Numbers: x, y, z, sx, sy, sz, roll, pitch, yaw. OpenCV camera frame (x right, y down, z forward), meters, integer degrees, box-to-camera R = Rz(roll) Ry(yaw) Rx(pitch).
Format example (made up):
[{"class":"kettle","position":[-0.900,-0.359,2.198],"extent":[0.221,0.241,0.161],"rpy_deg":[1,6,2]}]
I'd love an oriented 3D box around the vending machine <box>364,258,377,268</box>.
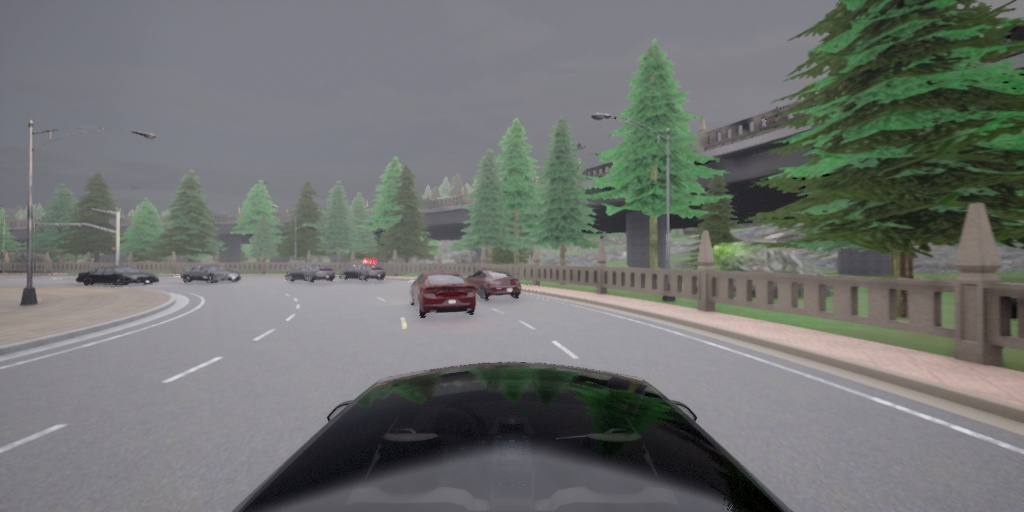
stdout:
[{"class":"vending machine","position":[-14.679,1.220,37.196],"extent":[0.880,2.100,1.100],"rpy_deg":[0,0,27]}]

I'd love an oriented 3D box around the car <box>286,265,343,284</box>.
[{"class":"car","position":[-16.665,1.464,29.598],"extent":[4.902,1.511,2.128],"rpy_deg":[0,-1,31]}]

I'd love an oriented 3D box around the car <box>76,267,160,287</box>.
[{"class":"car","position":[-29.417,1.516,26.766],"extent":[5.357,1.411,2.033],"rpy_deg":[0,0,9]}]

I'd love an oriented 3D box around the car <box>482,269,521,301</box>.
[{"class":"car","position":[-1.162,1.398,18.441],"extent":[1.812,1.442,4.674],"rpy_deg":[0,-1,-27]}]

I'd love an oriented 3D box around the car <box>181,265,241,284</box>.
[{"class":"car","position":[-24.344,1.470,29.050],"extent":[4.902,1.511,2.128],"rpy_deg":[0,-1,16]}]

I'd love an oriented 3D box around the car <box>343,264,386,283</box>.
[{"class":"car","position":[-13.138,1.473,31.446],"extent":[4.902,1.511,2.128],"rpy_deg":[0,-1,35]}]

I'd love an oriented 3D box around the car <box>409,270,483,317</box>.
[{"class":"car","position":[-2.806,1.318,13.791],"extent":[1.882,1.535,5.008],"rpy_deg":[0,0,-21]}]
